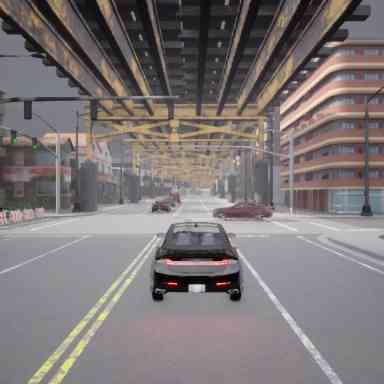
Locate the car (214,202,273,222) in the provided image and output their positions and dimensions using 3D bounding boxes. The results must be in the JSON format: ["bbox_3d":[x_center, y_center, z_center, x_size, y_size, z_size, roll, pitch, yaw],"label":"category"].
[{"bbox_3d":[4.029,1.525,26.400,4.674,1.442,1.812,0,0,15],"label":"car"}]

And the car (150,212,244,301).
[{"bbox_3d":[0.105,1.492,8.321,2.128,1.511,4.902,0,0,0],"label":"car"}]

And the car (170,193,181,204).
[{"bbox_3d":[-3.312,1.189,62.336,2.150,2.045,5.566,0,1,1],"label":"car"}]

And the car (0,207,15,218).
[{"bbox_3d":[-16.660,1.453,26.019,4.974,1.542,2.038,0,0,-20],"label":"car"}]

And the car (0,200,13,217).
[{"bbox_3d":[-16.709,1.295,26.001,4.536,1.218,1.853,0,0,-20],"label":"car"}]

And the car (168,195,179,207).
[{"bbox_3d":[-3.399,1.548,49.192,2.033,1.411,5.357,0,0,1],"label":"car"}]

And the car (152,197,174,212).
[{"bbox_3d":[-3.457,1.601,37.984,1.895,1.301,4.718,0,0,1],"label":"car"}]
